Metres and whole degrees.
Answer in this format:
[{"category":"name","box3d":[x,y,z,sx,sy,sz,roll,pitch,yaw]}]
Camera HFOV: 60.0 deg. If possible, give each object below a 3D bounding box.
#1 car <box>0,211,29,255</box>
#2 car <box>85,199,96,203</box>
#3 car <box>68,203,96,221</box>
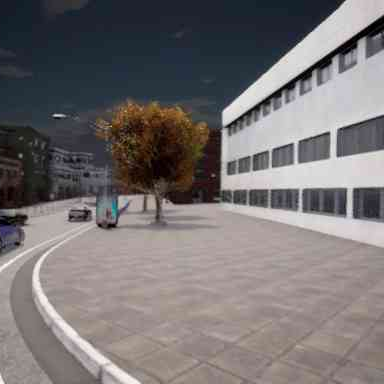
[{"category":"car","box3d":[-8.410,1.720,13.639,1.812,1.442,4.674,1,-2,-12]},{"category":"car","box3d":[-20.036,2.079,65.750,1.812,1.442,4.674,1,1,-9]},{"category":"car","box3d":[-11.867,2.264,35.480,2.128,1.511,4.902,1,-2,-9]}]
